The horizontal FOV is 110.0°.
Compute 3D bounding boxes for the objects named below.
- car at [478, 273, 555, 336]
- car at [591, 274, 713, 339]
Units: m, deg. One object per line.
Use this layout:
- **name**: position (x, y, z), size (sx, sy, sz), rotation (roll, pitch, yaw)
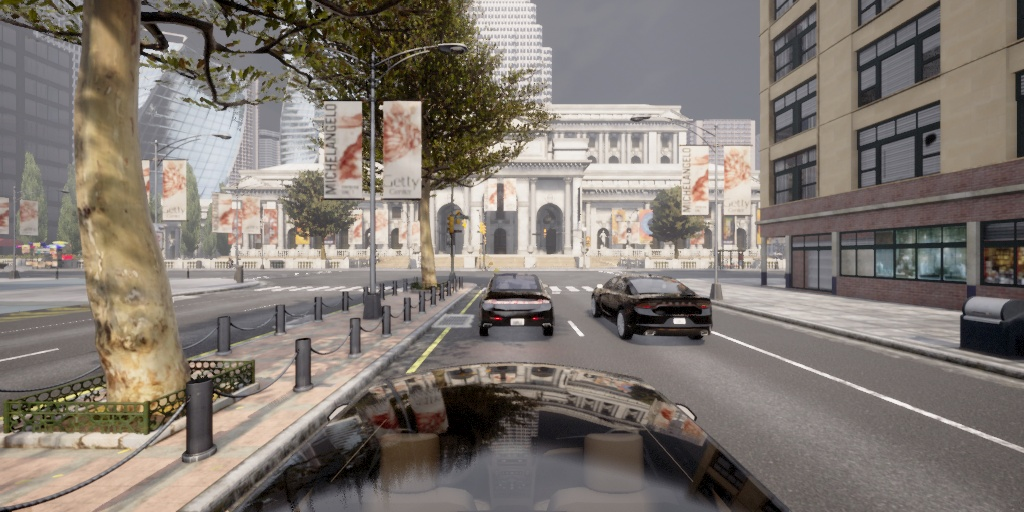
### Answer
- **car**: position (0.080, 1.241, 10.332), size (2.128, 1.511, 4.902), rotation (0, 0, -1)
- **car**: position (3.565, 1.227, 10.065), size (1.882, 1.535, 5.008), rotation (0, 0, 0)
